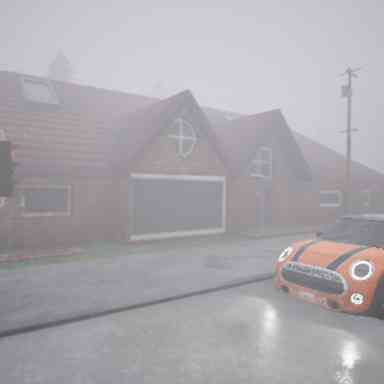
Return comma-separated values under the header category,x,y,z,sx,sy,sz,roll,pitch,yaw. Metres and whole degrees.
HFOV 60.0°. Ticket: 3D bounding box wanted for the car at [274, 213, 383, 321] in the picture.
category,x,y,z,sx,sy,sz,roll,pitch,yaw
car,3.919,1.284,7.246,4.553,1.767,2.097,0,1,-35
